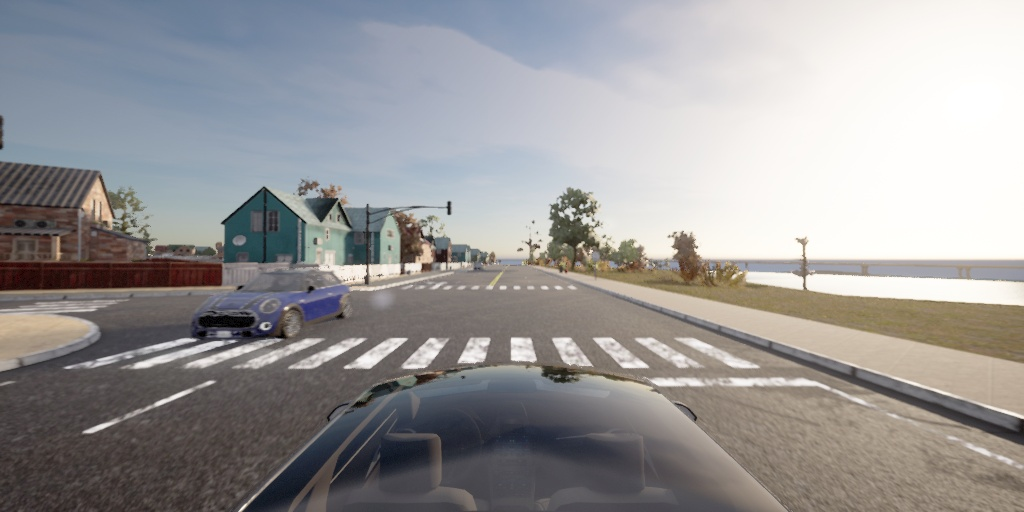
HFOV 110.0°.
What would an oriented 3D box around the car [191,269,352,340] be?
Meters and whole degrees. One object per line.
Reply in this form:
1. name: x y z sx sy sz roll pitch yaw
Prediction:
1. car: -6.500 1.198 10.345 2.097 1.767 4.553 0 -1 0
